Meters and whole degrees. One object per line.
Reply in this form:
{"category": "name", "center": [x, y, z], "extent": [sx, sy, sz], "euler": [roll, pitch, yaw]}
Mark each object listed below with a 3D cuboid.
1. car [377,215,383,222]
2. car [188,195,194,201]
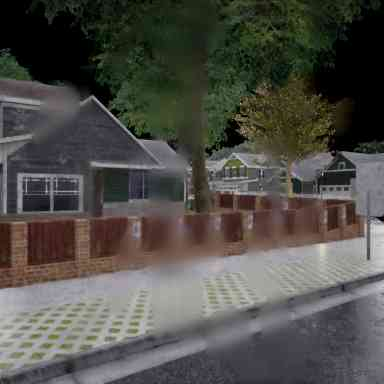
{"category": "car", "center": [13.233, 1.449, 18.707], "extent": [1.895, 1.301, 4.718], "euler": [0, 1, -32]}
{"category": "car", "center": [1.093, 0.935, 38.075], "extent": [1.812, 1.442, 4.674], "euler": [0, 1, -32]}
